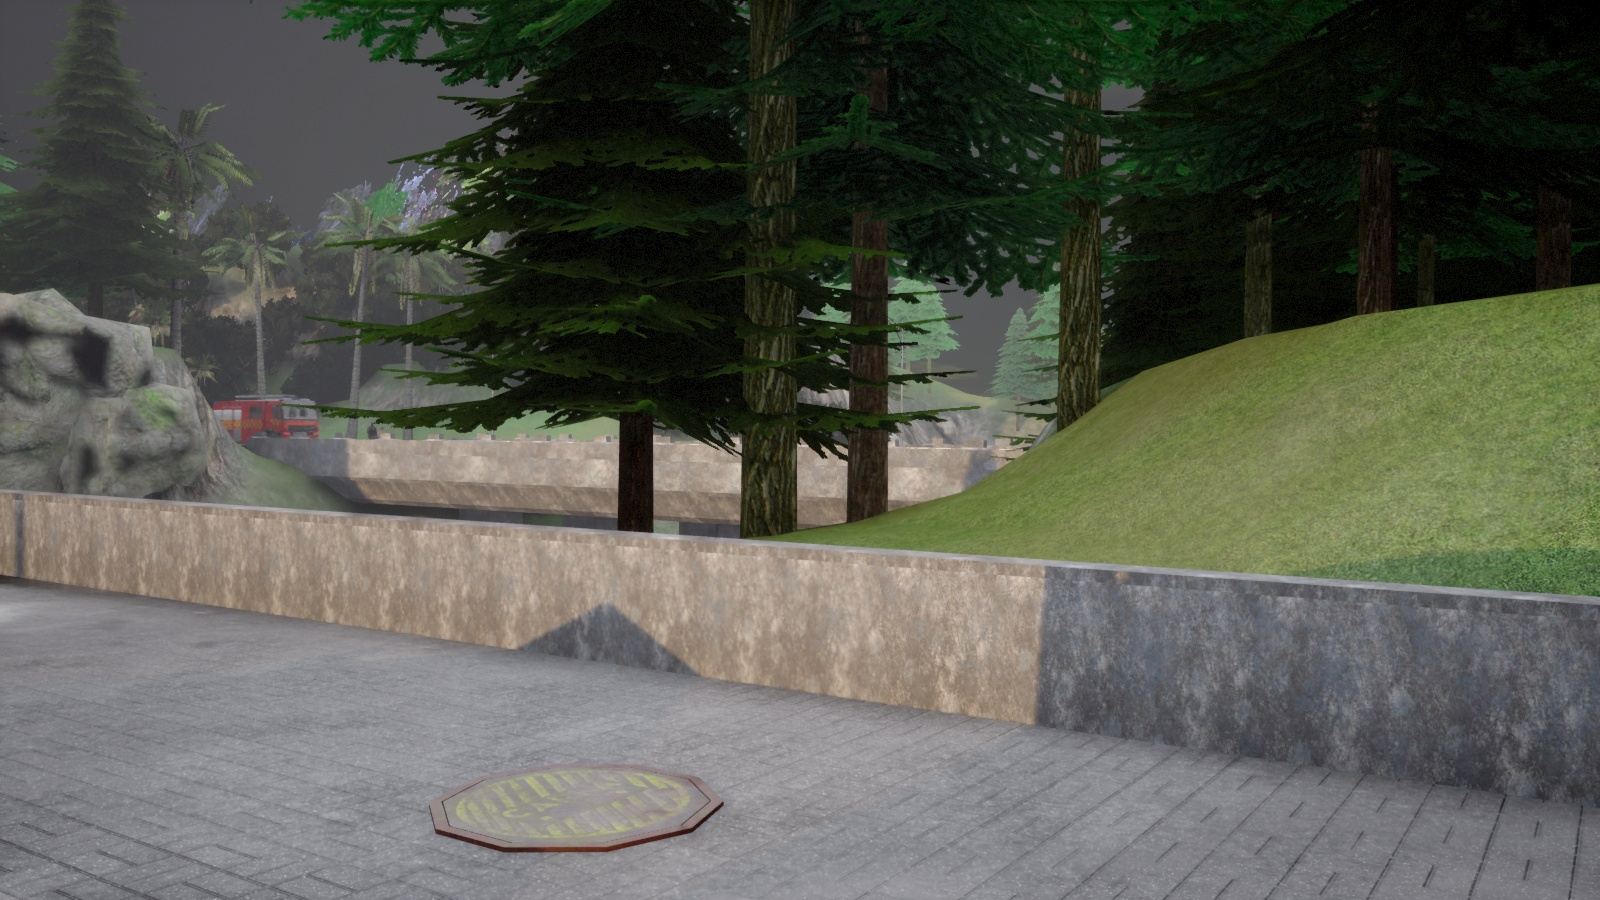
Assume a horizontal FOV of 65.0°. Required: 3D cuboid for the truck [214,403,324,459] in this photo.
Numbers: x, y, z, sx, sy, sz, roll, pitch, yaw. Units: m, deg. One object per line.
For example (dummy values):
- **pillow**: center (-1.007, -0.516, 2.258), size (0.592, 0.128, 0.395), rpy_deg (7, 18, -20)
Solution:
- **truck**: center (-37.449, -1.302, 88.475), size (8.468, 3.827, 2.891), rpy_deg (0, 1, 33)
